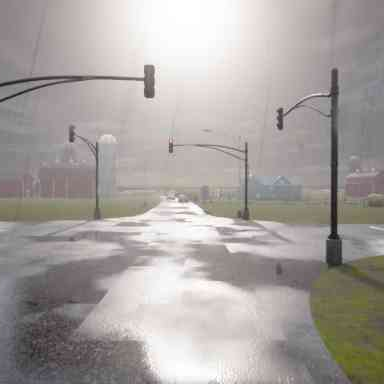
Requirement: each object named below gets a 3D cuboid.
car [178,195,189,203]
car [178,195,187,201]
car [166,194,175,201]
[{"bbox_3d":[-1.747,1.623,69.930,1.895,1.301,4.718,0,0,-3],"label":"car"},{"bbox_3d":[-2.361,1.463,79.914,1.837,1.490,4.892,0,0,-4],"label":"car"},{"bbox_3d":[-4.735,1.182,73.929,1.812,1.442,4.674,0,0,-3],"label":"car"}]
